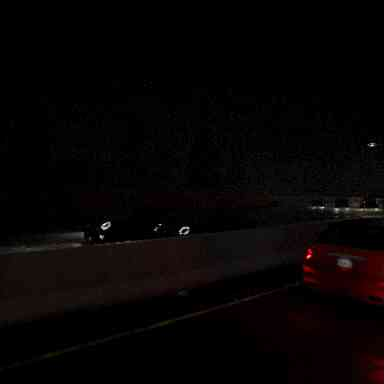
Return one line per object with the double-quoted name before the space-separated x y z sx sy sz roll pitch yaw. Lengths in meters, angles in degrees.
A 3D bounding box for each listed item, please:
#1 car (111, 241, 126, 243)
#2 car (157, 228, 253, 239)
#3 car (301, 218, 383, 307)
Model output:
"car" -2.657 1.398 15.571 4.553 1.767 2.097 0 0 -41
"car" 0.585 1.390 13.746 4.553 1.767 2.097 0 0 -42
"car" 4.515 1.371 7.669 4.553 1.767 2.097 0 0 -40
